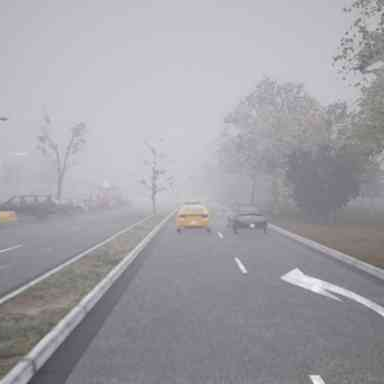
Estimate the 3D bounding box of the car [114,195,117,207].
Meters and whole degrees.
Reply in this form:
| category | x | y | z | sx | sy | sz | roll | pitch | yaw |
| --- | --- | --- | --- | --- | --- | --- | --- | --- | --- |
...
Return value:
| category | x | y | z | sx | sy | sz | roll | pitch | yaw |
| --- | --- | --- | --- | --- | --- | --- | --- | --- | --- |
| car | -13.971 | 1.674 | 47.876 | 5.366 | 1.575 | 1.946 | -1 | 0 | -20 |

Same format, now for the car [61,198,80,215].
| category | x | y | z | sx | sy | sz | roll | pitch | yaw |
| --- | --- | --- | --- | --- | --- | --- | --- | --- | --- |
| car | -13.779 | 1.438 | 32.943 | 4.553 | 1.767 | 2.185 | -1 | 0 | -20 |

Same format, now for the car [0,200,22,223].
| category | x | y | z | sx | sy | sz | roll | pitch | yaw |
| --- | --- | --- | --- | --- | --- | --- | --- | --- | --- |
| car | -13.987 | 1.513 | 20.865 | 5.366 | 1.575 | 1.946 | -1 | 0 | -20 |

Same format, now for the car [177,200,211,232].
| category | x | y | z | sx | sy | sz | roll | pitch | yaw |
| --- | --- | --- | --- | --- | --- | --- | --- | --- | --- |
| car | 0.097 | 1.498 | 20.346 | 1.882 | 1.535 | 5.008 | 0 | 0 | 0 |

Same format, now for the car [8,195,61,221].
| category | x | y | z | sx | sy | sz | roll | pitch | yaw |
| --- | --- | --- | --- | --- | --- | --- | --- | --- | --- |
| car | -13.839 | 1.282 | 26.917 | 5.566 | 2.045 | 2.435 | -1 | 0 | -20 |

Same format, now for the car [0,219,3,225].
| category | x | y | z | sx | sy | sz | roll | pitch | yaw |
| --- | --- | --- | --- | --- | --- | --- | --- | --- | --- |
| car | -13.641 | 1.501 | 17.999 | 5.366 | 1.575 | 1.946 | -1 | 0 | -20 |

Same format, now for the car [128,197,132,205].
| category | x | y | z | sx | sy | sz | roll | pitch | yaw |
| --- | --- | --- | --- | --- | --- | --- | --- | --- | --- |
| car | -13.732 | 1.498 | 56.977 | 5.566 | 2.045 | 2.435 | -1 | -1 | -20 |

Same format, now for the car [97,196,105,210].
| category | x | y | z | sx | sy | sz | roll | pitch | yaw |
| --- | --- | --- | --- | --- | --- | --- | --- | --- | --- |
| car | -13.830 | 1.656 | 41.922 | 4.792 | 1.488 | 2.163 | -1 | 0 | -20 |

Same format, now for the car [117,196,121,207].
| category | x | y | z | sx | sy | sz | roll | pitch | yaw |
| --- | --- | --- | --- | --- | --- | --- | --- | --- | --- |
| car | -13.783 | 1.740 | 50.942 | 4.674 | 1.452 | 2.002 | -1 | 0 | -20 |

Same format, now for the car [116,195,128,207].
| category | x | y | z | sx | sy | sz | roll | pitch | yaw |
| --- | --- | --- | --- | --- | --- | --- | --- | --- | --- |
| car | -13.804 | 1.473 | 53.941 | 5.566 | 2.045 | 2.435 | -1 | 0 | -20 |

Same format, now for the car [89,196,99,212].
| category | x | y | z | sx | sy | sz | roll | pitch | yaw |
| --- | --- | --- | --- | --- | --- | --- | --- | --- | --- |
| car | -13.813 | 1.606 | 38.938 | 4.892 | 1.521 | 2.231 | -1 | -1 | -20 |

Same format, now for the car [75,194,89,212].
| category | x | y | z | sx | sy | sz | roll | pitch | yaw |
| --- | --- | --- | --- | --- | --- | --- | --- | --- | --- |
| car | -13.841 | 1.458 | 35.929 | 4.553 | 1.767 | 2.185 | -1 | -1 | -20 |

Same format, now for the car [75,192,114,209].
| category | x | y | z | sx | sy | sz | roll | pitch | yaw |
| --- | --- | --- | --- | --- | --- | --- | --- | --- | --- |
| car | -13.831 | 1.400 | 44.928 | 5.566 | 2.045 | 2.435 | -1 | 0 | -20 |

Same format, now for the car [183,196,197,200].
| category | x | y | z | sx | sy | sz | roll | pitch | yaw |
| --- | --- | --- | --- | --- | --- | --- | --- | --- | --- |
| car | 0.094 | 1.601 | 40.431 | 1.882 | 1.535 | 5.008 | 0 | 0 | 0 |

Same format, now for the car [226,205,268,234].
| category | x | y | z | sx | sy | sz | roll | pitch | yaw |
| --- | --- | --- | --- | --- | --- | --- | --- | --- | --- |
| car | 3.097 | 1.510 | 19.454 | 2.128 | 1.511 | 4.902 | 0 | 0 | 0 |

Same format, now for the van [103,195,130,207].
| category | x | y | z | sx | sy | sz | roll | pitch | yaw |
| --- | --- | --- | --- | --- | --- | --- | --- | --- | --- |
| van | -13.617 | 1.548 | 60.013 | 4.442 | 1.987 | 1.878 | -1 | -1 | -19 |
